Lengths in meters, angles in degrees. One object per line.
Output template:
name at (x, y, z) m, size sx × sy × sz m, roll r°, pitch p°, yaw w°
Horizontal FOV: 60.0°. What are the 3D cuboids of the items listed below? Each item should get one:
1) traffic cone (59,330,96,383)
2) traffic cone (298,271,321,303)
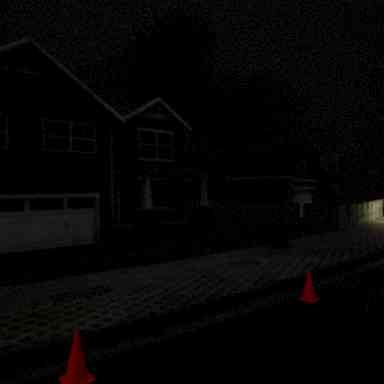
traffic cone at (-1.381, 1.968, 4.007) m, size 0.340 × 0.580 × 0.340 m, roll 0°, pitch 0°, yaw -37°
traffic cone at (2.470, 1.966, 7.009) m, size 0.340 × 0.580 × 0.340 m, roll 0°, pitch 0°, yaw -39°
